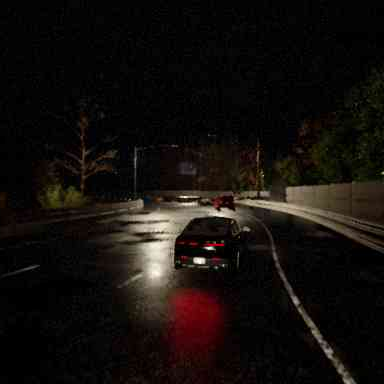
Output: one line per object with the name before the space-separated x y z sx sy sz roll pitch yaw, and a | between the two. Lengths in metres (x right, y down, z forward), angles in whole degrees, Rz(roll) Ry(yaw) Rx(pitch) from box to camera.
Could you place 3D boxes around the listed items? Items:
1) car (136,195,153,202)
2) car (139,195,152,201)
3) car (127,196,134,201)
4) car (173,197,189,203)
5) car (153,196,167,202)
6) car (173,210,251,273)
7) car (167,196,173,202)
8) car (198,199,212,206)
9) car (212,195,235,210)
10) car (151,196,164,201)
car | -11.980 1.795 82.580 1.882 1.535 5.008 1 0 -26
car | -12.897 1.598 92.288 2.097 1.767 4.553 1 0 -30
car | -16.190 1.789 91.002 2.033 1.411 5.357 1 0 -30
car | -2.128 1.913 76.797 1.994 1.385 4.181 0 0 -20
car | -8.840 1.829 84.143 1.882 1.535 5.008 1 0 -26
car | 0.774 1.566 11.056 1.837 1.490 4.892 1 0 14
car | -5.704 1.852 85.680 1.882 1.535 5.008 1 0 -26
car | 2.323 1.910 60.142 1.895 1.301 4.718 0 0 -11
car | 4.258 1.485 43.355 2.150 2.045 5.566 0 -2 -1
car | -9.838 1.769 93.986 1.837 1.490 4.892 1 0 -30
